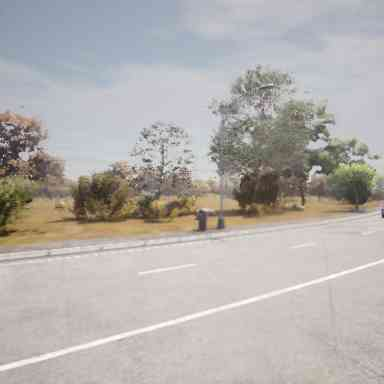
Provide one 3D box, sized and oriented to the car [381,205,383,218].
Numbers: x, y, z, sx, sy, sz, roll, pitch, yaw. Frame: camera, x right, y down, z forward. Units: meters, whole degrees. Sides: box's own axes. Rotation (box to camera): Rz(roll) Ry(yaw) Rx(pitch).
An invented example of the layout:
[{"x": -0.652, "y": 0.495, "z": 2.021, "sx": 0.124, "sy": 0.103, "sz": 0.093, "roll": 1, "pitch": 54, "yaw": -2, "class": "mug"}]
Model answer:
[{"x": 19.848, "y": 1.706, "z": 32.409, "sx": 1.882, "sy": 1.535, "sz": 5.008, "roll": 0, "pitch": 0, "yaw": 40, "class": "car"}]
